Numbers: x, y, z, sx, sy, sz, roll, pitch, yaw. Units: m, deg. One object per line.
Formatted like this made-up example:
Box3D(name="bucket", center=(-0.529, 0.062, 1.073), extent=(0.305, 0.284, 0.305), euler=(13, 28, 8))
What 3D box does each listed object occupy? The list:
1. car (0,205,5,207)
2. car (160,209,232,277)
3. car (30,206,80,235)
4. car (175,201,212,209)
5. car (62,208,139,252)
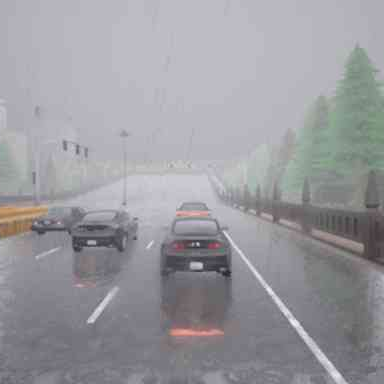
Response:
Box3D(name="car", center=(-13.997, 1.520, 22.723), extent=(1.994, 1.385, 4.181), euler=(0, 0, 0))
Box3D(name="car", center=(0.101, 1.474, 10.112), extent=(1.837, 1.490, 4.892), euler=(0, 0, 0))
Box3D(name="car", center=(-6.898, 1.494, 18.360), extent=(2.033, 1.411, 5.357), euler=(0, 0, 0))
Box3D(name="car", center=(0.103, 1.296, 19.157), extent=(2.097, 1.767, 4.553), euler=(0, 0, 0))
Box3D(name="car", center=(-3.397, 1.465, 13.707), extent=(1.837, 1.490, 4.892), euler=(0, 0, 0))
